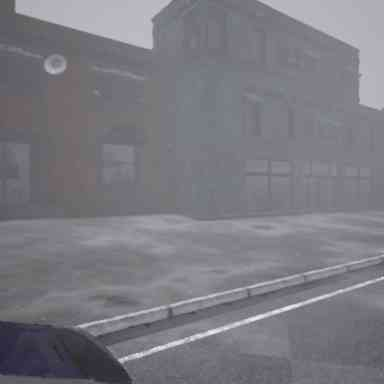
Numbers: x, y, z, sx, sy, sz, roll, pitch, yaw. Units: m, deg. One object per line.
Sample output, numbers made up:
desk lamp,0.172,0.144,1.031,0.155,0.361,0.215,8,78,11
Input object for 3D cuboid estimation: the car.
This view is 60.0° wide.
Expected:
car,-2.323,1.562,1.721,4.181,1.385,1.994,0,0,-35
